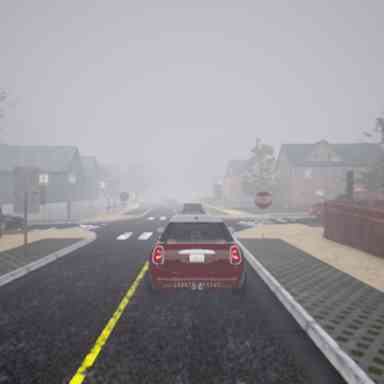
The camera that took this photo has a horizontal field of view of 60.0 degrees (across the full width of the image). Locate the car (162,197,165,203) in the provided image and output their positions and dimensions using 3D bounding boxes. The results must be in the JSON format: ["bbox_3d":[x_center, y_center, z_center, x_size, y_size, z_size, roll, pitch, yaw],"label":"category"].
[{"bbox_3d":[-5.810,1.916,77.073,1.812,1.442,4.674,0,-1,-12],"label":"car"}]

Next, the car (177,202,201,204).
[{"bbox_3d":[0.047,1.558,25.407,1.837,1.490,4.892,0,0,-1],"label":"car"}]

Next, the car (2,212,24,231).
[{"bbox_3d":[-13.562,1.785,21.719,5.008,1.535,1.882,-1,-1,-1],"label":"car"}]

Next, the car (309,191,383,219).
[{"bbox_3d":[11.577,0.952,24.543,5.566,2.045,2.150,-1,-1,1],"label":"car"}]

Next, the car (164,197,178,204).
[{"bbox_3d":[-3.930,1.920,67.579,1.994,1.385,4.181,0,-1,-10],"label":"car"}]

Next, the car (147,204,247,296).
[{"bbox_3d":[0.101,1.364,8.862,2.097,1.767,4.553,0,0,0],"label":"car"}]
